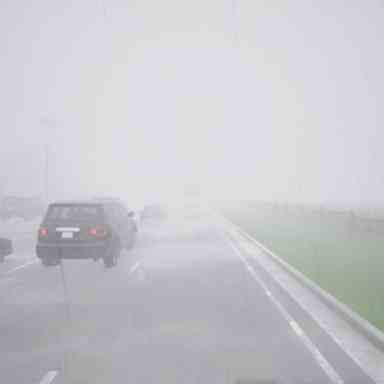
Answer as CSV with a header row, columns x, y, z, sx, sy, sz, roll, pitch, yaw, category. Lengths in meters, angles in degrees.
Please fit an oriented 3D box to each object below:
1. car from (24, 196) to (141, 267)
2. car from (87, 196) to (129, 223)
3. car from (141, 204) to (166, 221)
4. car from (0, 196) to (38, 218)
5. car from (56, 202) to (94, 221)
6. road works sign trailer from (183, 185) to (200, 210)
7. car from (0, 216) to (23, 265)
x,y,z,sx,sy,sz,roll,pitch,yaw,category
-3.400,1.289,11.765,2.150,2.045,5.566,0,0,0,car
-6.901,1.382,28.067,2.150,2.045,5.566,0,0,0,car
-3.401,1.733,29.420,1.994,1.385,4.181,0,0,0,car
-13.900,1.381,28.018,2.150,2.045,5.566,0,0,0,car
-10.400,1.696,29.907,1.812,1.442,4.674,0,0,0,car
-0.001,0.746,49.037,2.380,3.560,2.880,0,0,0,road works sign trailer
-6.901,1.597,8.708,2.033,1.411,5.357,0,0,0,car
